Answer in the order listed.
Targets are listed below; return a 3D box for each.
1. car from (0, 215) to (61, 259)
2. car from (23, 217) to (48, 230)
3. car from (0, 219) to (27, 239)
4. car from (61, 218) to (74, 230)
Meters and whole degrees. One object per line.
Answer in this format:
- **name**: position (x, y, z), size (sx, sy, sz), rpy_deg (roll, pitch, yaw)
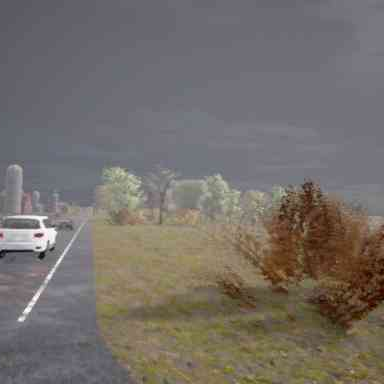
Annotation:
- **car**: position (-8.447, 2.240, 17.309), size (2.150, 2.045, 5.566), rpy_deg (3, -4, -16)
- **car**: position (-20.048, 4.012, 42.844), size (2.128, 1.511, 4.902), rpy_deg (3, -4, -17)
- **car**: position (-15.854, 3.151, 28.903), size (1.837, 1.490, 4.892), rpy_deg (3, -4, -17)
- **car**: position (-16.583, 4.185, 43.619), size (1.812, 1.442, 4.674), rpy_deg (3, -4, -16)
